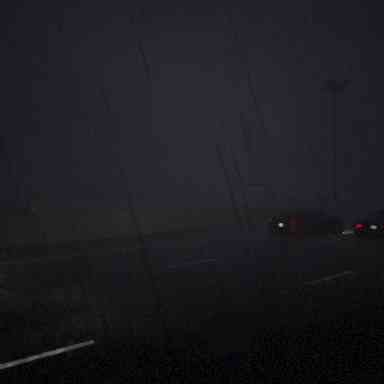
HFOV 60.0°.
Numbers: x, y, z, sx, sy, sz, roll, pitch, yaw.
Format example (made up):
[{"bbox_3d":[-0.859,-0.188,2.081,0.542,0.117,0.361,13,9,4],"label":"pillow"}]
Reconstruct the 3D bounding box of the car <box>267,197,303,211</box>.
[{"bbox_3d":[10.921,1.317,38.944,4.674,1.442,1.812,-1,0,-42],"label":"car"}]

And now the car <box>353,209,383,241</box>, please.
[{"bbox_3d":[9.236,1.441,14.746,5.357,1.411,2.033,0,0,-37],"label":"car"}]

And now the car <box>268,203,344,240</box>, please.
[{"bbox_3d":[5.700,1.470,16.491,4.181,1.385,1.994,0,0,-37],"label":"car"}]

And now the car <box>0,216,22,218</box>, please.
[{"bbox_3d":[-15.802,1.529,27.115,5.357,1.411,2.033,0,0,-36],"label":"car"}]
